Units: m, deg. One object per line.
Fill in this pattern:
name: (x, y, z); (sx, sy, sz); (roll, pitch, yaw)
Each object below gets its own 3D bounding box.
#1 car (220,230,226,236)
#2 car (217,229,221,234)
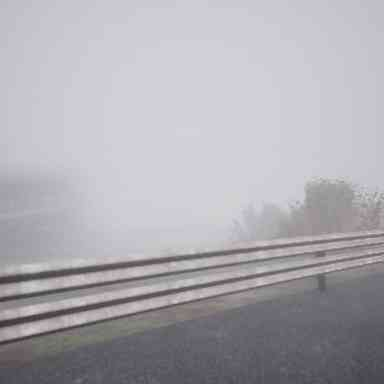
car: (9.052, 8.779, 70.364); (4.674, 1.442, 1.812); (-1, 1, -17)
car: (8.020, 8.735, 73.708); (4.892, 1.490, 1.837); (-1, 1, -17)
